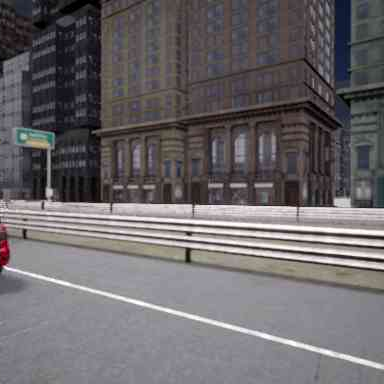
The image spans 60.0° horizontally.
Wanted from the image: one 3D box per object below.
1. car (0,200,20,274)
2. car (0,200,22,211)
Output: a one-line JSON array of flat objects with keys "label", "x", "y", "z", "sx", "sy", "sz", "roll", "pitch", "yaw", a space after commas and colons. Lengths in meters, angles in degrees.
[{"label": "car", "x": -7.166, "y": 1.262, "z": 9.090, "sx": 5.566, "sy": 2.045, "sz": 2.150, "roll": 0, "pitch": 0, "yaw": 36}, {"label": "car", "x": -27.153, "y": 1.896, "z": 47.839, "sx": 4.902, "sy": 1.511, "sz": 2.128, "roll": 0, "pitch": 0, "yaw": 19}]
